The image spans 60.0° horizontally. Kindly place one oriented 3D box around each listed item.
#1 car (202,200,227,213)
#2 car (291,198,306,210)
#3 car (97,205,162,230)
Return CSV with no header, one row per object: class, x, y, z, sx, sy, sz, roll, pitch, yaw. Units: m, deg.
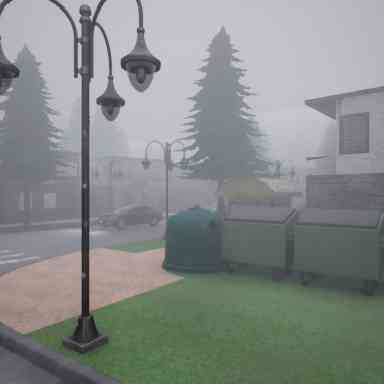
car,2.721,1.509,30.130,4.553,1.767,2.097,0,0,-41
car,12.056,1.509,37.075,4.553,1.767,2.097,0,0,-31
car,-4.212,1.662,22.943,1.837,1.490,4.892,0,0,40
